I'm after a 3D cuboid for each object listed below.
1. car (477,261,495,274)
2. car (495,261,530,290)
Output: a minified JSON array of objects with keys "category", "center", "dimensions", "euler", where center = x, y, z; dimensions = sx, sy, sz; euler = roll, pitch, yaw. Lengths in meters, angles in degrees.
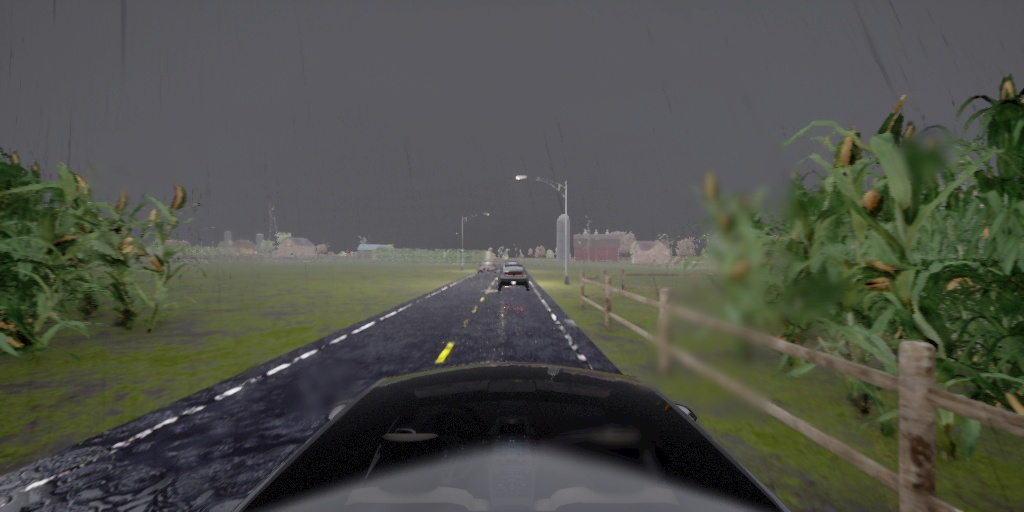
[{"category":"car","center":[-2.848,1.326,41.720],"dimensions":[1.994,1.385,4.181],"euler":[0,0,0]},{"category":"car","center":[0.093,1.254,22.502],"dimensions":[1.837,1.490,4.892],"euler":[0,0,0]}]
